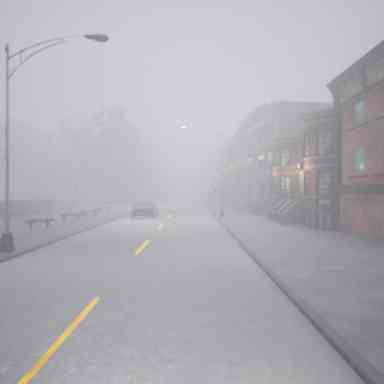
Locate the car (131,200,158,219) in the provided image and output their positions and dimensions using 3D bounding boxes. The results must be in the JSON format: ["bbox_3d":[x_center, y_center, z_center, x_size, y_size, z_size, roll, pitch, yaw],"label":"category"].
[{"bbox_3d":[-4.096,1.467,29.304,1.882,1.535,5.008,0,0,0],"label":"car"}]
